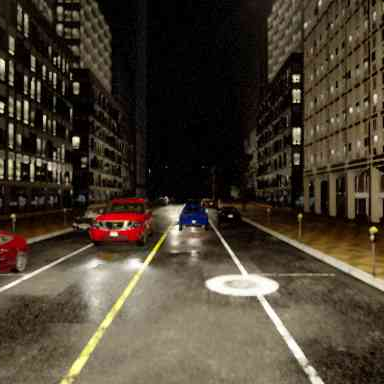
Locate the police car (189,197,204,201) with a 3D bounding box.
[{"bbox_3d":[0.124,1.718,41.467,1.930,1.638,5.238,0,-1,0],"label":"police car"}]

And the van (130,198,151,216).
[{"bbox_3d":[-5.667,1.603,36.841,1.690,1.788,3.998,0,0,0],"label":"van"}]

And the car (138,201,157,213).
[{"bbox_3d":[-5.665,1.883,42.531,1.802,1.307,4.206,0,0,0],"label":"car"}]

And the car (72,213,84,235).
[{"bbox_3d":[-5.677,1.694,19.763,2.008,1.369,4.403,0,0,0],"label":"car"}]

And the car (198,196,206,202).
[{"bbox_3d":[2.744,2.075,93.740,1.967,1.590,4.097,0,0,0],"label":"car"}]

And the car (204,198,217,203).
[{"bbox_3d":[2.720,1.778,48.205,1.967,1.590,4.097,0,0,0],"label":"car"}]

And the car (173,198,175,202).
[{"bbox_3d":[-5.638,2.160,93.589,1.752,1.417,4.829,0,0,0],"label":"car"}]

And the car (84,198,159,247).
[{"bbox_3d":[-3.084,1.338,15.952,2.150,2.045,5.566,0,0,0],"label":"car"}]

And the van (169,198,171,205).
[{"bbox_3d":[-5.651,1.793,65.301,1.690,1.788,3.998,0,0,0],"label":"van"}]

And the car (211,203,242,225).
[{"bbox_3d":[2.707,1.748,25.438,1.947,1.339,4.313,0,0,0],"label":"car"}]

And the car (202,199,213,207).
[{"bbox_3d":[2.725,1.996,59.588,1.802,1.307,4.206,0,0,0],"label":"car"}]

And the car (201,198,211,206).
[{"bbox_3d":[2.728,1.977,65.451,1.752,1.417,4.829,0,0,0],"label":"car"}]

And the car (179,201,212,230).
[{"bbox_3d":[0.113,1.639,22.542,1.882,1.535,5.008,0,0,0],"label":"car"}]

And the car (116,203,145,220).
[{"bbox_3d":[-5.671,1.768,31.147,1.887,1.381,4.507,0,0,0],"label":"car"}]

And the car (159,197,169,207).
[{"bbox_3d":[-5.655,1.855,59.608,1.967,1.590,4.097,0,0,0],"label":"car"}]

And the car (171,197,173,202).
[{"bbox_3d":[-5.650,2.055,70.992,1.947,1.339,4.313,0,0,0],"label":"car"}]

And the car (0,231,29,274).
[{"bbox_3d":[-5.683,1.644,8.377,1.802,1.307,4.206,0,0,0],"label":"car"}]
